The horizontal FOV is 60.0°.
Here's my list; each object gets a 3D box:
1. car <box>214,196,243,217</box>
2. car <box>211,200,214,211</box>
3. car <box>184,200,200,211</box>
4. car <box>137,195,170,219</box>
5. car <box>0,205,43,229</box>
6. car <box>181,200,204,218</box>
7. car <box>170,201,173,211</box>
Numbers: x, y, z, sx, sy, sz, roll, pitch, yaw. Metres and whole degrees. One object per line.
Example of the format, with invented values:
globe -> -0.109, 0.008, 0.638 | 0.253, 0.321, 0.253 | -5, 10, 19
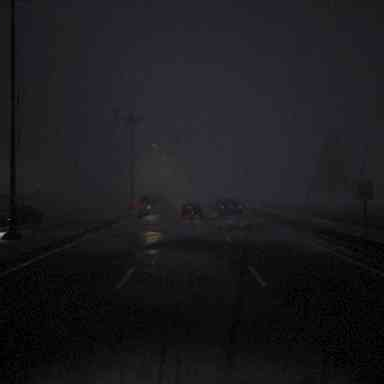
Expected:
car -> 3.556, 1.416, 31.609 | 2.097, 1.767, 4.553 | 0, 0, 1
car -> 3.547, 1.438, 42.691 | 2.097, 1.767, 4.553 | 0, 0, 0
car -> 0.045, 1.687, 42.505 | 1.895, 1.301, 4.718 | 0, 0, 0
car -> -3.468, 1.282, 29.711 | 2.150, 2.045, 5.566 | 0, 0, 1
car -> -11.481, 1.574, 21.853 | 1.812, 1.442, 4.674 | 0, 0, 0
car -> 0.045, 1.554, 30.771 | 2.128, 1.511, 4.902 | 0, 0, 0
car -> -3.458, 1.649, 42.050 | 1.994, 1.385, 4.181 | 0, 0, 1
